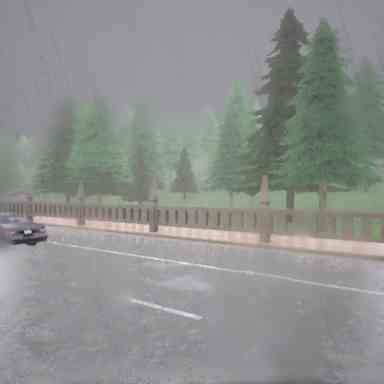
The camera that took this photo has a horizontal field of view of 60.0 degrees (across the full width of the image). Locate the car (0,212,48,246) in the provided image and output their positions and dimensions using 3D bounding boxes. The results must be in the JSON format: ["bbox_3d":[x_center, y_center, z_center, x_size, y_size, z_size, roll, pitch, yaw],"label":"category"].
[{"bbox_3d":[-8.269,1.563,14.066,5.357,1.411,2.033,0,0,36],"label":"car"}]
